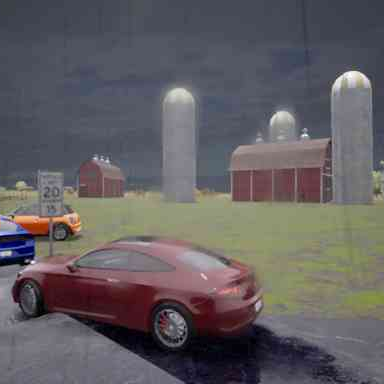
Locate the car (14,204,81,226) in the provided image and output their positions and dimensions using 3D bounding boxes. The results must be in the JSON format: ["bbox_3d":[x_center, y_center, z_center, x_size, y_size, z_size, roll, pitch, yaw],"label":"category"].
[{"bbox_3d":[-7.846,1.371,16.198,4.553,1.767,2.097,0,0,-7],"label":"car"}]

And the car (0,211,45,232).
[{"bbox_3d":[-6.734,1.480,10.516,5.008,1.535,1.882,0,0,43],"label":"car"}]

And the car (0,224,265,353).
[{"bbox_3d":[-1.080,1.529,5.991,4.674,1.442,1.812,0,0,25],"label":"car"}]
